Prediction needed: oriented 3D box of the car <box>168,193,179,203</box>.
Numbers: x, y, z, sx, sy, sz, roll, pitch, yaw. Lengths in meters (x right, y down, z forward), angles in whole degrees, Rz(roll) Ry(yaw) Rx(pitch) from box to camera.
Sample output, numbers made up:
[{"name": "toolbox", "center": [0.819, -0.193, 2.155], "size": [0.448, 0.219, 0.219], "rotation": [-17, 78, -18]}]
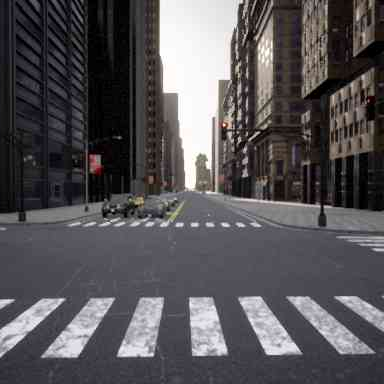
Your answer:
[{"name": "car", "center": [-3.399, 1.440, 62.069], "size": [2.033, 1.411, 5.357], "rotation": [0, 0, 0]}]

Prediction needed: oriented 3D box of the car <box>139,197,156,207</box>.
[{"name": "car", "center": [-6.688, 1.482, 50.553], "size": [1.994, 1.385, 4.181], "rotation": [0, 0, 0]}]

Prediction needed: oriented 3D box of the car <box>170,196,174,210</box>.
[{"name": "car", "center": [-3.418, 1.470, 38.036], "size": [1.812, 1.442, 4.674], "rotation": [0, 0, 0]}]

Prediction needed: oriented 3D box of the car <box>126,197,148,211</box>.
[{"name": "car", "center": [-6.664, 1.416, 40.662], "size": [1.882, 1.535, 5.008], "rotation": [0, 0, 0]}]

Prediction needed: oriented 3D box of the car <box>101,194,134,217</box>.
[{"name": "car", "center": [-6.654, 1.181, 30.657], "size": [2.150, 2.045, 5.566], "rotation": [0, 0, 0]}]

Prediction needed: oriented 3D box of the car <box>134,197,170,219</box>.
[{"name": "car", "center": [-3.399, 1.314, 29.054], "size": [2.097, 1.767, 4.553], "rotation": [0, 0, 0]}]

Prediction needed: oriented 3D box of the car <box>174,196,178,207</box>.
[{"name": "car", "center": [-3.444, 1.487, 48.061], "size": [1.994, 1.385, 4.181], "rotation": [0, 0, -1]}]
